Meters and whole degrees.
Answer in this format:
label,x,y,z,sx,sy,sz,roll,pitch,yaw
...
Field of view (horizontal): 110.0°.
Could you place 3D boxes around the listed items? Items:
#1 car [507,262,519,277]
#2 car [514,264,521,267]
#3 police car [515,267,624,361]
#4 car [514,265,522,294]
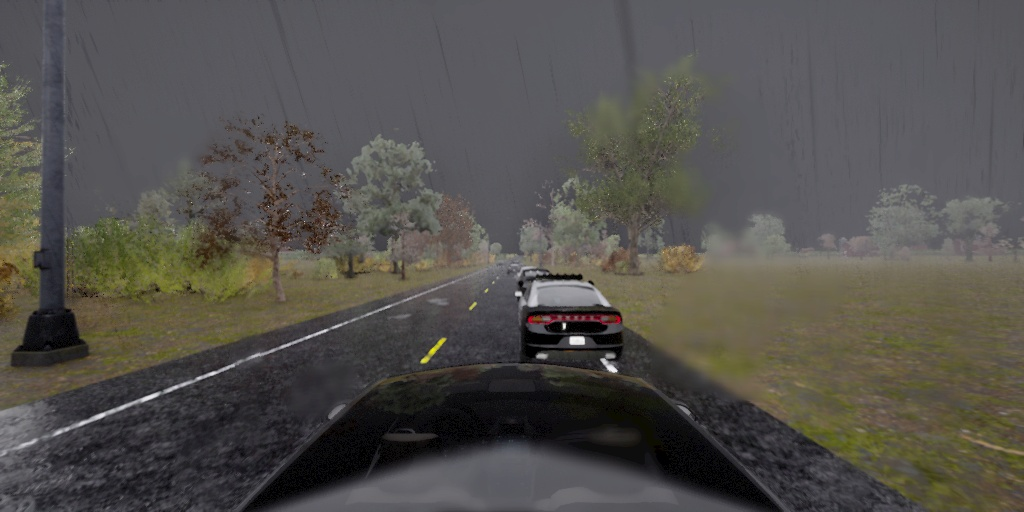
label,x,y,z,sx,sy,sz,roll,pitch,yaw
car,0.356,1.625,46.588,1.812,1.442,4.674,0,0,1
car,1.218,1.459,24.458,1.812,1.442,4.674,0,0,0
police car,1.107,1.230,8.569,1.930,1.638,5.238,0,0,0
car,1.176,1.391,18.458,1.837,1.490,4.892,0,0,0
